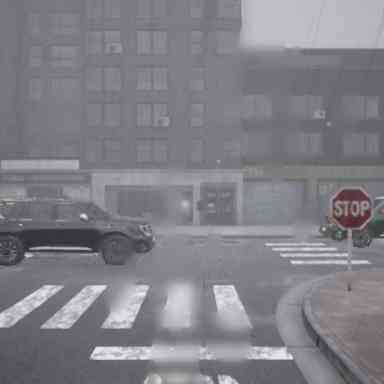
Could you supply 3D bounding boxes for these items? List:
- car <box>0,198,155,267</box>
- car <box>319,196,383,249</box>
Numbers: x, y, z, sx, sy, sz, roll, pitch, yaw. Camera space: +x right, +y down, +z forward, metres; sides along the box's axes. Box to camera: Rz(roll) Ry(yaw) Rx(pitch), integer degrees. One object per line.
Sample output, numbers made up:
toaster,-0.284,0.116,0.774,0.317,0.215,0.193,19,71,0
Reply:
car,-4.054,1.228,11.061,5.566,2.045,2.150,0,0,0
car,8.345,1.192,14.033,5.566,2.045,2.150,0,0,0
